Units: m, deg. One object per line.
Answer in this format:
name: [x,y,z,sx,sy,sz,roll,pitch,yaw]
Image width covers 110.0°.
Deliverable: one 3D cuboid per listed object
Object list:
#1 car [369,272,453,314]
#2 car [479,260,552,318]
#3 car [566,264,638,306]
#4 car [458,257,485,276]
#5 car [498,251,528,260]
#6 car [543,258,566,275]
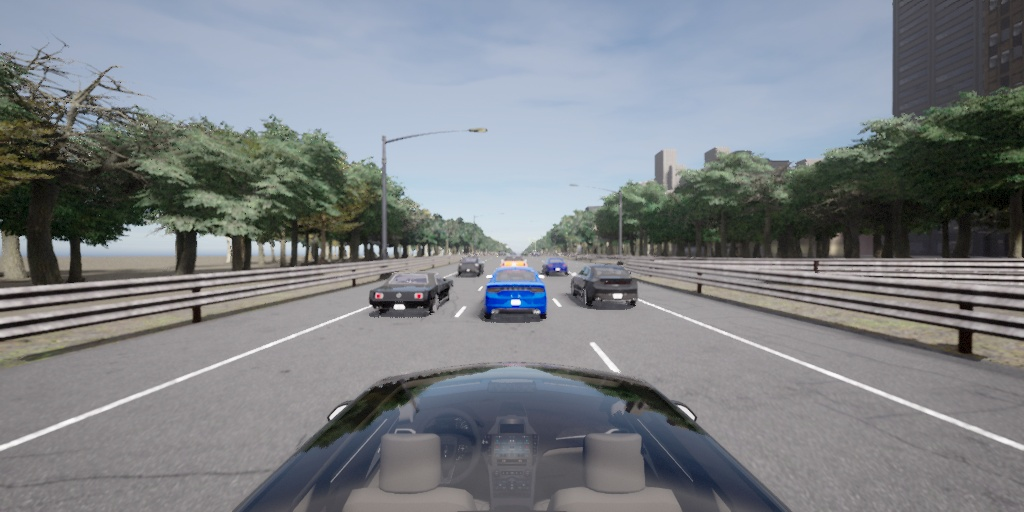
car: [-3.381,1.211,13.042,1.895,1.301,4.718,0,1,0]
car: [0.115,1.096,12.433,1.882,1.535,5.008,0,1,0]
car: [3.625,1.093,14.680,1.837,1.490,4.892,0,1,0]
car: [-3.333,0.842,29.849,2.128,1.511,4.902,0,1,0]
car: [0.165,0.706,29.602,2.097,1.767,4.553,0,1,0]
car: [3.671,0.857,30.869,1.812,1.442,4.674,0,1,0]
